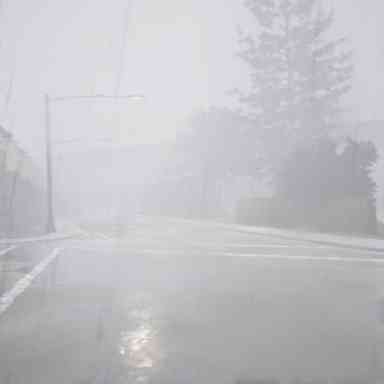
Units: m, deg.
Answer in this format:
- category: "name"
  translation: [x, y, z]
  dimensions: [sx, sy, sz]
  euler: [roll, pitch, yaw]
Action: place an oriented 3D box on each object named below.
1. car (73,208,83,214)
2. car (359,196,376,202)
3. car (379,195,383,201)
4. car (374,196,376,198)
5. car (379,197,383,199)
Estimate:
- category: "car"
  translation: [-24.140, 3.969, 70.490]
  dimensions: [1.895, 1.301, 4.718]
  euler: [-2, -1, -15]
- category: "car"
  translation: [38.296, 1.491, 72.604]
  dimensions: [4.536, 1.218, 1.853]
  euler: [-1, -2, -43]
- category: "car"
  translation: [42.002, 1.320, 70.784]
  dimensions: [1.853, 1.218, 4.536]
  euler: [-2, -1, 2]
- category: "car"
  translation: [38.264, 1.649, 72.565]
  dimensions: [4.974, 1.542, 2.038]
  euler: [-1, -2, -43]
- category: "car"
  translation: [42.006, 1.477, 70.728]
  dimensions: [2.038, 1.542, 4.974]
  euler: [-2, -1, 2]
